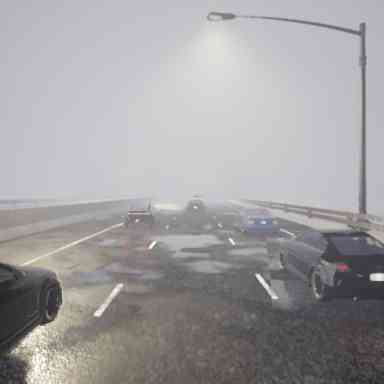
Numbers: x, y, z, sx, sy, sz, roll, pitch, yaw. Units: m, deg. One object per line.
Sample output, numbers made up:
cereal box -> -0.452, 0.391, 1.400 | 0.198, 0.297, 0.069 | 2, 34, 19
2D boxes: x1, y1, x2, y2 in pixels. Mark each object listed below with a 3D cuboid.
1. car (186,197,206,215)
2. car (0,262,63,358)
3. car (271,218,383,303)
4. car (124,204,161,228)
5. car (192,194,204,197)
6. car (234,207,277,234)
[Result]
car -> 0.388, 1.558, 34.909 | 2.163, 1.488, 4.792 | 0, 0, 1
car -> -3.384, 1.566, 4.475 | 1.994, 1.385, 4.181 | 0, 0, 0
car -> 3.522, 1.570, 8.256 | 1.994, 1.385, 4.181 | 0, 0, 0
car -> -3.239, 1.520, 22.311 | 2.128, 1.511, 4.902 | 0, 0, 1
car -> 0.923, 1.321, 52.414 | 2.150, 2.045, 5.566 | 0, 0, 2
car -> 3.614, 1.572, 19.179 | 2.033, 1.411, 5.357 | 0, 0, 1
